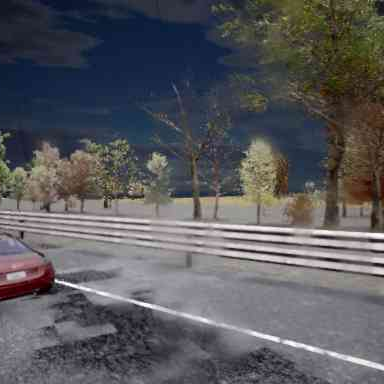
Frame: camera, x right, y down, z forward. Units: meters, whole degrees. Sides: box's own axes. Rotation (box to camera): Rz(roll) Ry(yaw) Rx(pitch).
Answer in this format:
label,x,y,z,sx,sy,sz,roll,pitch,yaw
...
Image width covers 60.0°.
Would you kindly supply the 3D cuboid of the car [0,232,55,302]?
label,x,y,z,sx,sy,sz,roll,pitch,yaw
car,-5.037,1.613,7.675,4.181,1.385,1.994,0,0,36
